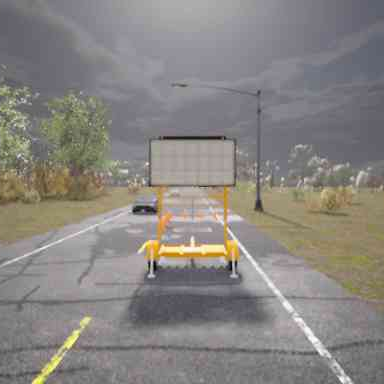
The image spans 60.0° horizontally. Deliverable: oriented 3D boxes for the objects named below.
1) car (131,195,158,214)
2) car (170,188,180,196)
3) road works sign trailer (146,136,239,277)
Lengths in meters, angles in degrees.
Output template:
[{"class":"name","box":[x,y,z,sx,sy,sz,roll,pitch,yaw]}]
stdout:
[{"class":"car","box":[-3.556,0.927,26.841,2.033,1.411,5.357,0,1,0]},{"class":"car","box":[-3.413,0.001,67.118,1.812,1.442,4.674,0,1,1]},{"class":"road works sign trailer","box":[0.017,0.243,9.401,2.380,3.560,2.880,0,1,0]}]
